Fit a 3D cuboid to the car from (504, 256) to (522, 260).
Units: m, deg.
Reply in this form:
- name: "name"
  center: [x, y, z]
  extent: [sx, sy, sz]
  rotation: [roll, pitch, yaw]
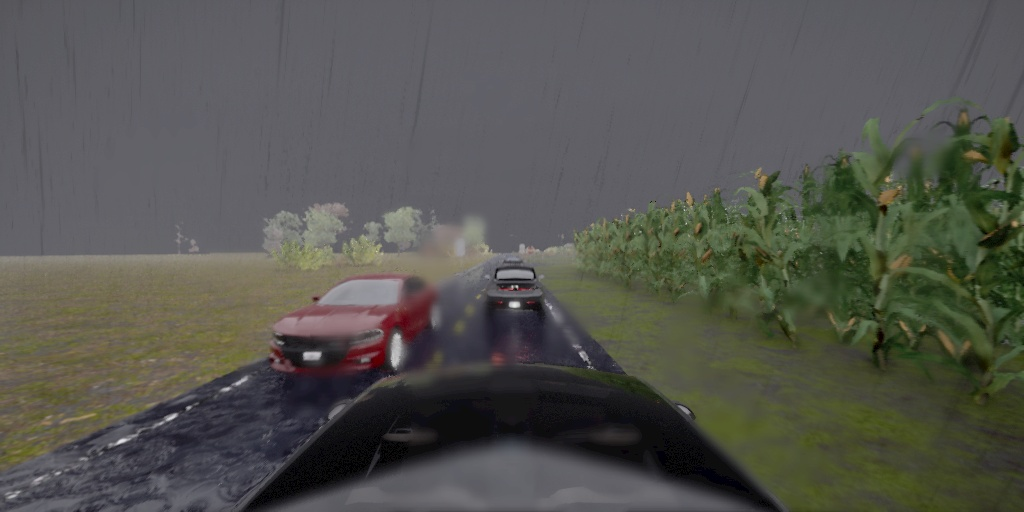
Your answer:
- name: "car"
  center: [0.075, 0.740, 28.405]
  extent: [2.128, 1.511, 4.902]
  rotation: [0, 1, 0]

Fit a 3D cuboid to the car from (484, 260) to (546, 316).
- name: "car"
  center: [0.090, 1.053, 12.312]
  extent: [1.837, 1.490, 4.892]
  rotation: [0, 1, 0]

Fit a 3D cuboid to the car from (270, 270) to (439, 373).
- name: "car"
  center: [-2.856, 1.114, 7.623]
  extent: [1.882, 1.535, 5.008]
  rotation: [0, 1, 0]
